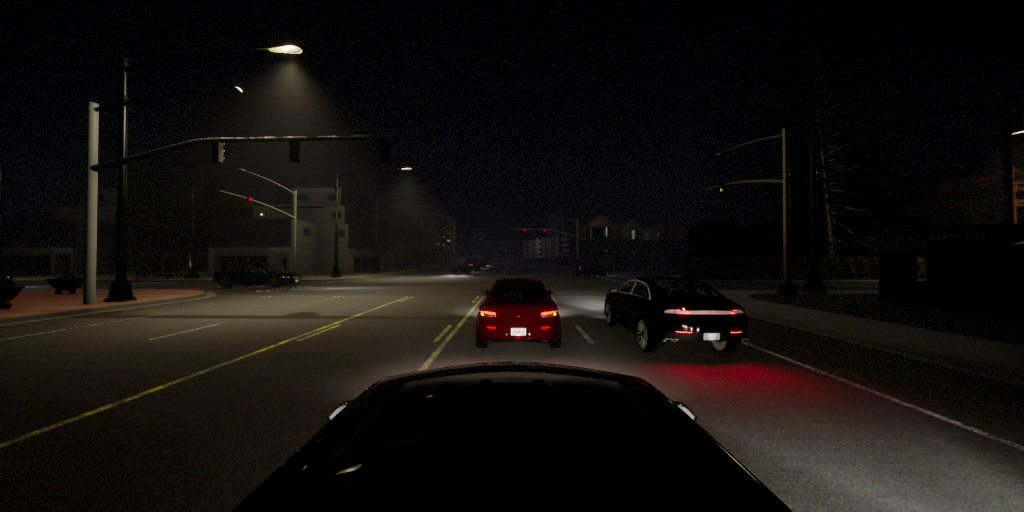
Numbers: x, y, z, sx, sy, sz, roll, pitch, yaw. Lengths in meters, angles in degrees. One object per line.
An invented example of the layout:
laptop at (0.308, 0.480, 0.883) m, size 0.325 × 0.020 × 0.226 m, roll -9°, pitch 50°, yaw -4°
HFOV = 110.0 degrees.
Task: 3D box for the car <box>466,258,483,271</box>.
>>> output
car at (-6.391, 1.360, 57.769) m, size 2.150 × 2.045 × 5.566 m, roll 0°, pitch 0°, yaw 1°

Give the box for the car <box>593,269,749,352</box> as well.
car at (3.654, 1.250, 8.904) m, size 2.128 × 1.511 × 4.902 m, roll 0°, pitch 0°, yaw 1°

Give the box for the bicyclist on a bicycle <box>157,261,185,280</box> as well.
bicyclist on a bicycle at (-29.295, 1.231, 31.027) m, size 1.656 × 1.620 × 0.582 m, roll 1°, pitch -1°, yaw -22°

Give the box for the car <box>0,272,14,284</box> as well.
car at (-35.998, 1.335, 23.550) m, size 4.892 × 1.490 × 1.837 m, roll 0°, pitch -1°, yaw 2°

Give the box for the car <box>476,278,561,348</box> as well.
car at (0.163, 1.288, 9.149) m, size 1.812 × 1.442 × 4.674 m, roll 0°, pitch 0°, yaw 1°

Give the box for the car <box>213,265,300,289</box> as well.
car at (-16.463, 1.330, 23.256) m, size 4.902 × 1.511 × 2.128 m, roll 0°, pitch -1°, yaw -2°

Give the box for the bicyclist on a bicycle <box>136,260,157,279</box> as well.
bicyclist on a bicycle at (-31.234, 1.171, 31.254) m, size 1.656 × 1.620 × 0.582 m, roll 19°, pitch 7°, yaw -26°

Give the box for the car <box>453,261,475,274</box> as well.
car at (-6.547, 1.695, 47.286) m, size 1.895 × 1.301 × 4.718 m, roll 0°, pitch 0°, yaw 2°

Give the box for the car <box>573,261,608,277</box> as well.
car at (8.691, 1.380, 39.252) m, size 2.097 × 1.767 × 4.553 m, roll -1°, pitch -1°, yaw 45°
